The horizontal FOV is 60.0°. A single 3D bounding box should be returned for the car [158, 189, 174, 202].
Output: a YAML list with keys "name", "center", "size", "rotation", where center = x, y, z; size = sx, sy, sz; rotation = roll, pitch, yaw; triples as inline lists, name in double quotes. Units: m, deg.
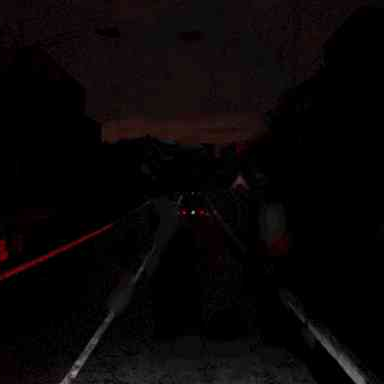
- name: "car"
  center: [-3.164, 0.382, 41.489]
  size: [2.033, 1.411, 5.357]
  rotation: [0, 3, -1]

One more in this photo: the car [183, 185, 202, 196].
- name: "car"
  center: [0.070, 0.111, 40.542]
  size: [2.150, 2.045, 5.566]
  rotation: [0, 3, 0]

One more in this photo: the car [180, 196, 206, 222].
- name: "car"
  center: [0.081, 1.308, 24.206]
  size: [2.033, 1.411, 5.357]
  rotation: [0, 2, 0]
